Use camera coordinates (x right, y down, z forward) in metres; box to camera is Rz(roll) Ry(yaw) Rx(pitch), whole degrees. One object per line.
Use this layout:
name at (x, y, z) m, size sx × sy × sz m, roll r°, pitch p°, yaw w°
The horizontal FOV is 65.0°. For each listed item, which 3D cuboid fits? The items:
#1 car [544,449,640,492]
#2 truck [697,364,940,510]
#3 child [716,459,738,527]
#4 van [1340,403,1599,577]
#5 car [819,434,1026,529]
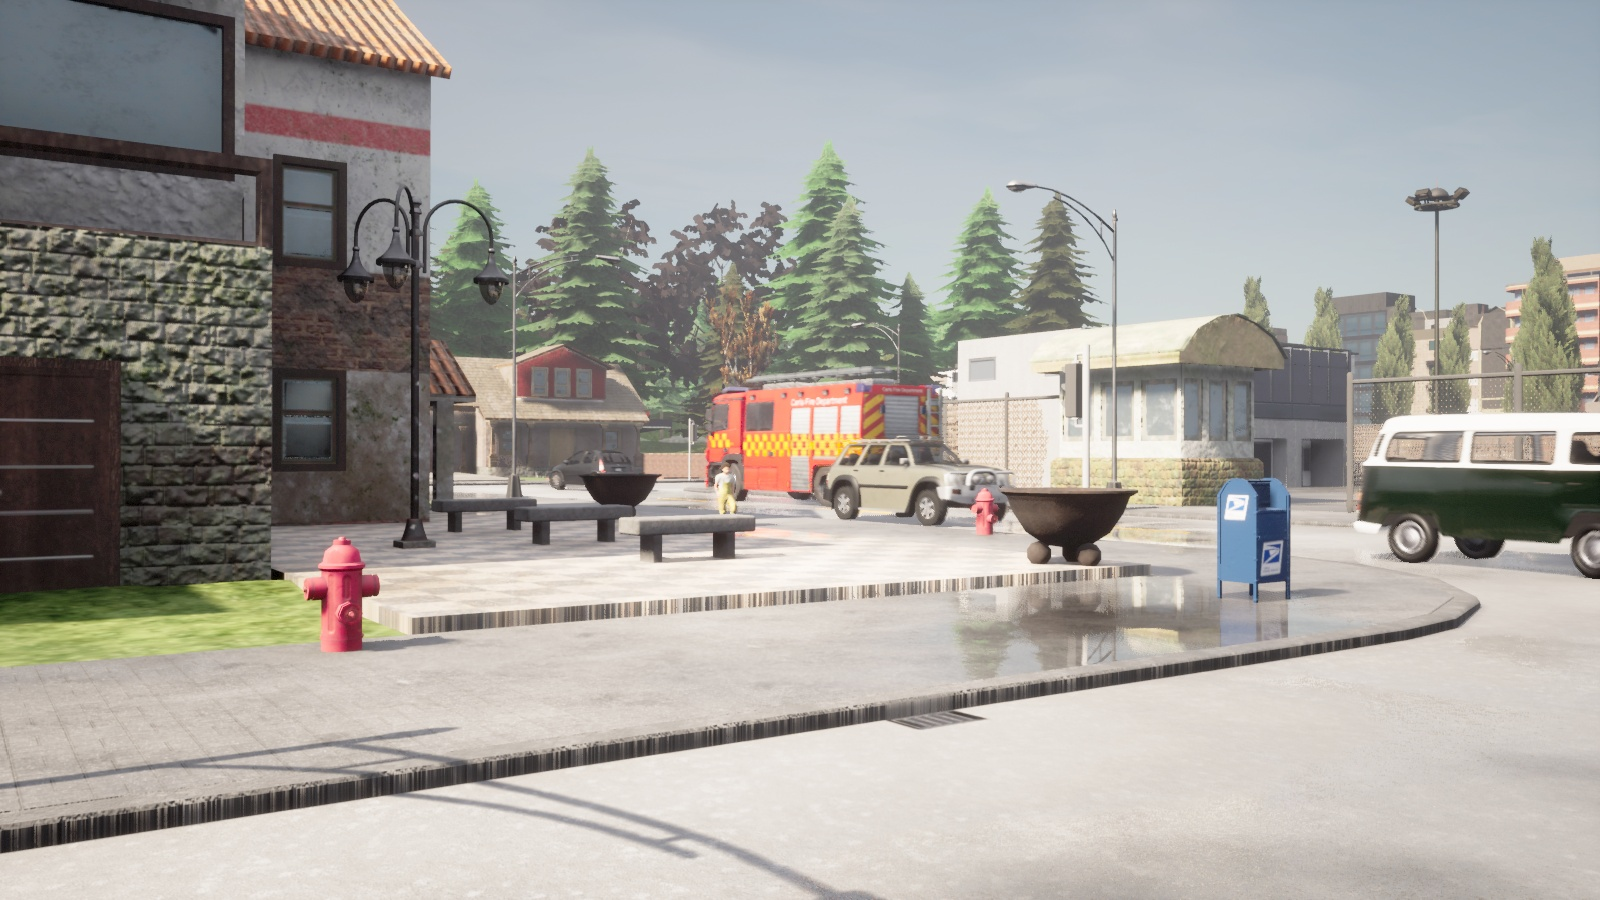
car at (-8.184, 0.781, 49.201) m, size 1.851 × 1.617 × 3.988 m, roll 0°, pitch 0°, yaw -42°
truck at (0.283, -0.329, 37.435) m, size 2.891 × 3.827 × 8.468 m, roll 0°, pitch 0°, yaw -34°
child at (-1.357, 0.792, 23.372) m, size 0.270 × 1.263 × 0.437 m, roll 0°, pitch 0°, yaw -25°
van at (9.642, 0.488, 16.338) m, size 2.069 × 2.038 × 4.480 m, roll 1°, pitch -1°, yaw -29°
car at (2.533, 0.622, 27.068) m, size 1.932 × 1.855 × 4.605 m, roll 0°, pitch 0°, yaw -34°
